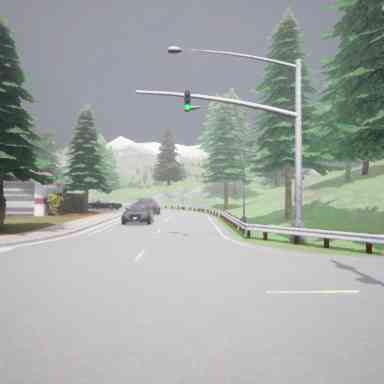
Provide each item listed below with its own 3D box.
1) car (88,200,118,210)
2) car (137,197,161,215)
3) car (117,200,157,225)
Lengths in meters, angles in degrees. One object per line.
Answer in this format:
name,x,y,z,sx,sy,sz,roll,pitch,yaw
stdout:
car,-11.194,1.607,41.771,4.718,1.301,1.895,0,0,14
car,-4.656,1.351,34.002,2.097,1.767,4.553,0,0,-19
car,-3.868,1.563,24.208,1.994,1.385,4.181,0,0,-2
